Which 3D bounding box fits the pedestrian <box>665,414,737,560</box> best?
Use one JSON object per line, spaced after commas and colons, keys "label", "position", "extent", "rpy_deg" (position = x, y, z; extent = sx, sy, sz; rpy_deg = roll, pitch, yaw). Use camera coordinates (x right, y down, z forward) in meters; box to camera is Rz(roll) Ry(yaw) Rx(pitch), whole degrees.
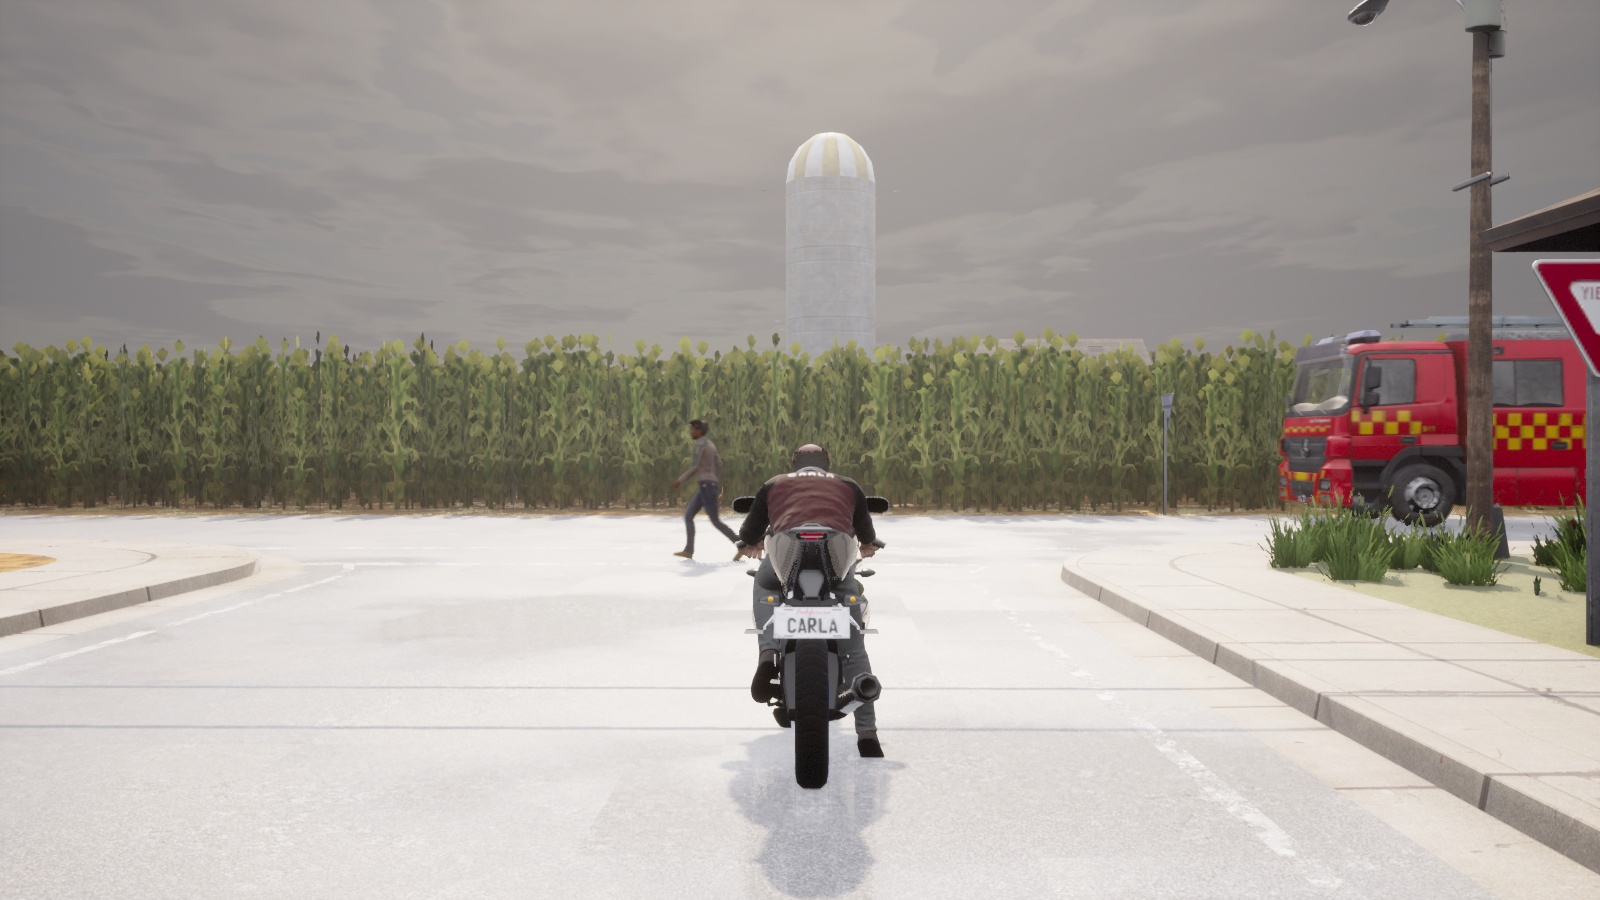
{"label": "pedestrian", "position": [-1.239, 0.458, 15.777], "extent": [0.869, 1.805, 0.328], "rpy_deg": [0, 0, 4]}

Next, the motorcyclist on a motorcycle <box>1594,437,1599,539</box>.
{"label": "motorcyclist on a motorcycle", "position": [14.167, 0.621, 20.144], "extent": [2.350, 1.649, 0.766], "rpy_deg": [0, 0, 1]}

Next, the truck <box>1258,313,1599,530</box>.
{"label": "truck", "position": [13.386, -0.514, 23.655], "extent": [8.468, 3.827, 2.891], "rpy_deg": [0, 0, 1]}

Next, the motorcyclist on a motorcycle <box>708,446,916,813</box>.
{"label": "motorcyclist on a motorcycle", "position": [0.055, 0.746, 6.339], "extent": [0.866, 1.530, 2.191], "rpy_deg": [0, 0, 0]}
